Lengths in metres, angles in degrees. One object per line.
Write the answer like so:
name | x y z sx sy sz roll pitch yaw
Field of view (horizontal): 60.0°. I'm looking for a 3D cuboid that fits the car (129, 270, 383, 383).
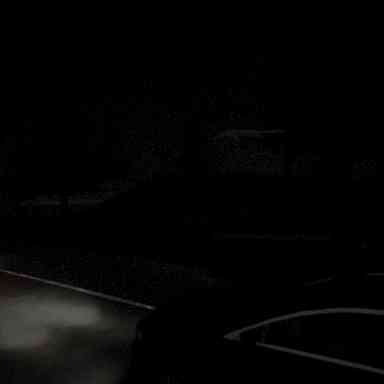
car | 1.566 1.495 2.878 4.902 1.511 2.128 -1 0 35
